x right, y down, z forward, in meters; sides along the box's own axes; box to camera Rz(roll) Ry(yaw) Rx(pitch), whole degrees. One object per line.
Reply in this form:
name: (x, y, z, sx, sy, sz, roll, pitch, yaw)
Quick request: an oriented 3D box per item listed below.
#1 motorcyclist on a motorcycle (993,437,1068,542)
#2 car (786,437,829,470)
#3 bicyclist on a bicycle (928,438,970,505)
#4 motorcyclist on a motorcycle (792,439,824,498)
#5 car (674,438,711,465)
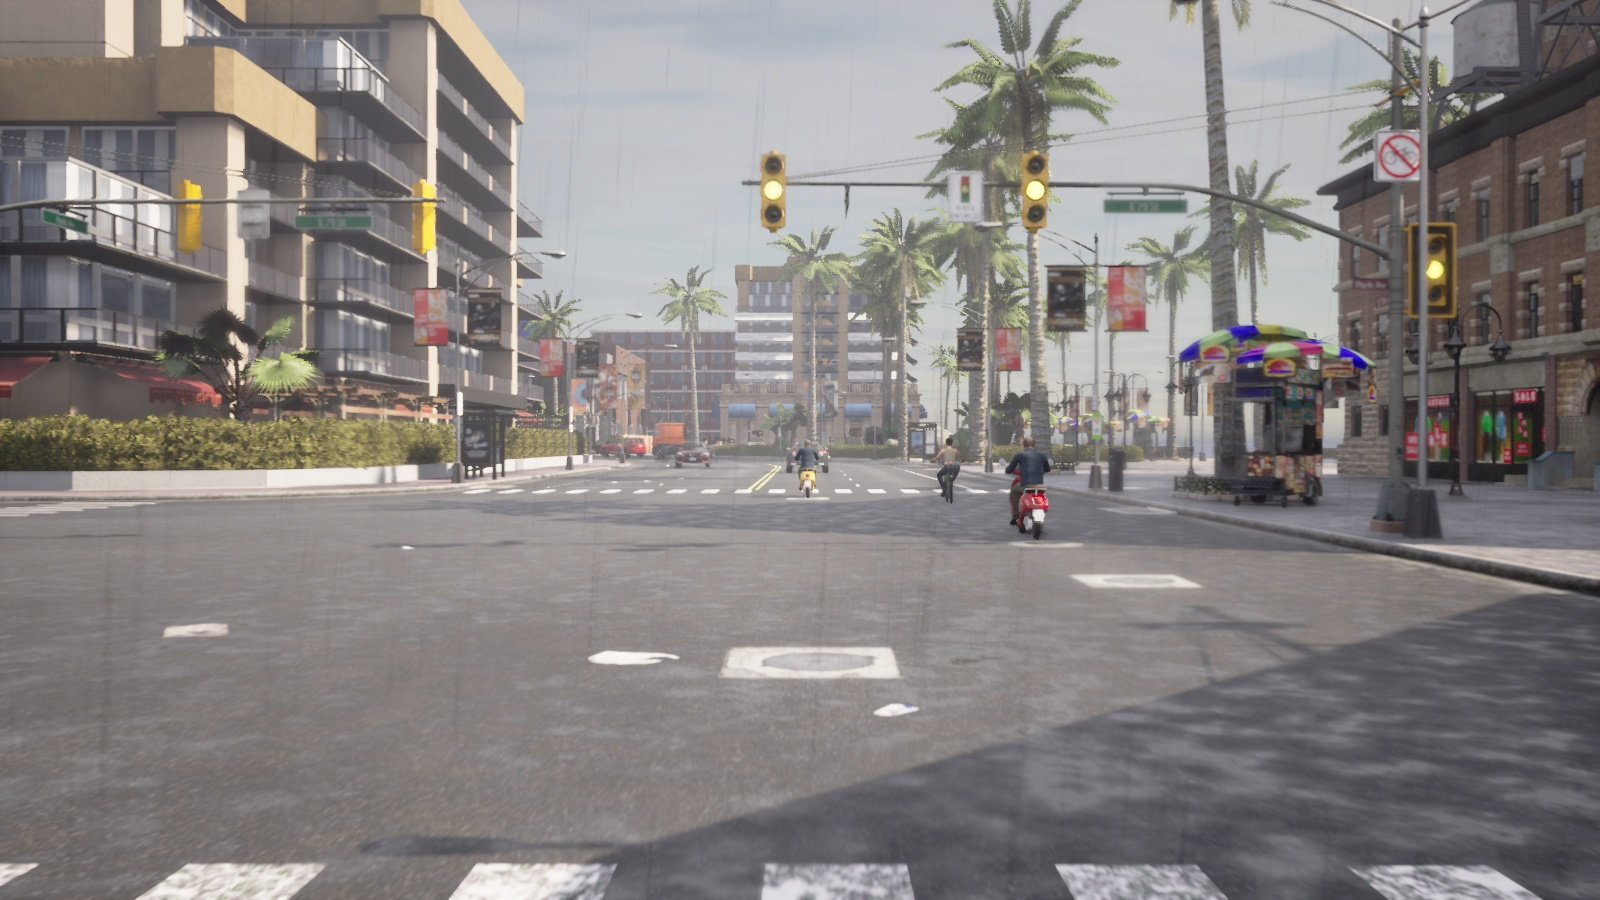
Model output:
motorcyclist on a motorcycle: (3.628, 0.591, 19.897, 0.866, 1.590, 1.817, 0, 0, 0)
car: (0.380, 0.163, 64.353, 2.152, 1.651, 5.027, 0, 0, 0)
bicyclist on a bicycle: (3.687, 0.510, 31.180, 0.866, 1.612, 1.509, 0, 0, 1)
motorcyclist on a motorcycle: (0.213, 0.503, 34.938, 0.866, 1.590, 1.817, 0, 0, 0)
car: (-6.667, 0.078, 78.438, 2.152, 1.651, 5.027, 0, 0, -3)
